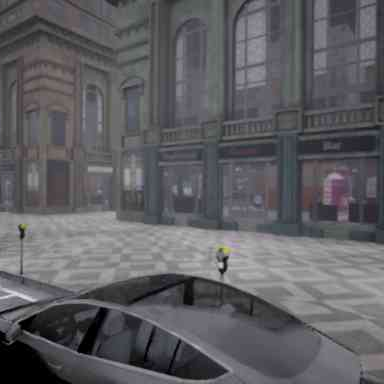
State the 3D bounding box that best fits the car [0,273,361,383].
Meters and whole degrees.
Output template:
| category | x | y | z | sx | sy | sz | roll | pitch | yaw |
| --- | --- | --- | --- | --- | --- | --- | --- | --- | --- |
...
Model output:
| category | x | y | z | sx | sy | sz | roll | pitch | yaw |
| --- | --- | --- | --- | --- | --- | --- | --- | --- | --- |
| car | -0.618 | 1.549 | 3.401 | 4.313 | 1.339 | 1.947 | 1 | 0 | 35 |
